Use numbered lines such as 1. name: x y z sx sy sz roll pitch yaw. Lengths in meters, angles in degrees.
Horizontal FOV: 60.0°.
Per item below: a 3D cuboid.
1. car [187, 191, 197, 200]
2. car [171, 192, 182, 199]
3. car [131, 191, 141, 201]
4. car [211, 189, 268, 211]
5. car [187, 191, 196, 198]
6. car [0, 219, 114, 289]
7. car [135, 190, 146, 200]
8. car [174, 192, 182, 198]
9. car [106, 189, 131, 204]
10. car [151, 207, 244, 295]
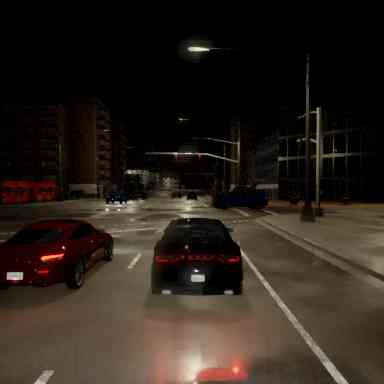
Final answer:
1. car: 0.019 0.795 64.024 1.882 1.535 5.008 0 0 0
2. car: -3.588 0.804 75.681 1.812 1.442 4.674 0 0 0
3. car: -10.616 0.941 57.333 1.895 1.301 4.718 0 0 0
4. car: 4.667 0.766 32.709 5.566 2.045 2.150 0 1 -7
5. car: -0.102 0.602 86.905 2.097 1.767 4.553 0 0 0
6. car: -3.412 1.433 8.744 1.812 1.442 4.674 0 1 0
7. car: -10.588 0.530 67.543 2.150 2.045 5.566 0 0 0
8. car: -3.600 0.681 85.683 1.837 1.490 4.892 0 0 0
9. car: -10.625 0.617 47.258 2.150 2.045 5.566 0 0 0
10. car: 0.097 1.390 8.545 1.882 1.535 5.008 0 1 0
